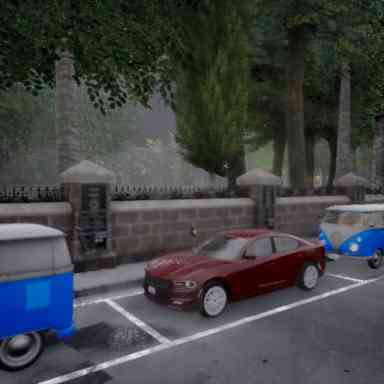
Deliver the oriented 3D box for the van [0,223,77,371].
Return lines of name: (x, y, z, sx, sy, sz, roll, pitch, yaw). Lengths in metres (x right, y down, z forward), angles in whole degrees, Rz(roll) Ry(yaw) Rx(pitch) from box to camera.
van: (-3.499, 1.345, 4.041, 3.998, 1.788, 1.690, 0, 0, -35)

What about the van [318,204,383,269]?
van: (5.713, 1.280, 10.611, 3.998, 1.788, 1.690, 0, 0, -35)

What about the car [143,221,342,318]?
car: (1.108, 1.516, 7.326, 4.507, 1.381, 1.887, 0, 0, -35)
